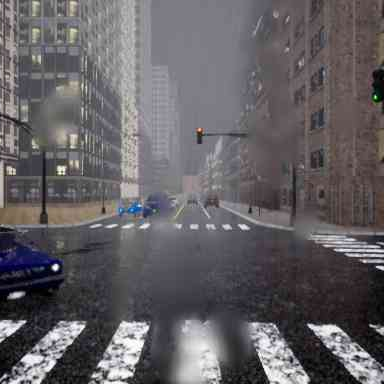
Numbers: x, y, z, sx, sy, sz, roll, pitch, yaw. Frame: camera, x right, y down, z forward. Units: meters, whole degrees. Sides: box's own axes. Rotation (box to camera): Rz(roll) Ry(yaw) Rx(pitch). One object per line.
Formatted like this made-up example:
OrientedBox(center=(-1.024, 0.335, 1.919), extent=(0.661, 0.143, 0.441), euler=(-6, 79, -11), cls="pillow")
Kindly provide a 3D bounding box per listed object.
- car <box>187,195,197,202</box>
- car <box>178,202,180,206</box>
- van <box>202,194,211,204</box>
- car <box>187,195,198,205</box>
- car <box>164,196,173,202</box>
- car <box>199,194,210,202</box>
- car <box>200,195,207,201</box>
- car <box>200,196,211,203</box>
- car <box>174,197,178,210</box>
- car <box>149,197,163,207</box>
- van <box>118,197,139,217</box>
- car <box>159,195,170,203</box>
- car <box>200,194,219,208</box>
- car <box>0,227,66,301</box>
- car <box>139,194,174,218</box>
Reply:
OrientedBox(center=(0.069, 1.398, 70.080), extent=(2.033, 1.411, 5.357), euler=(0, 0, 0), cls="car")
OrientedBox(center=(-3.034, 1.526, 50.931), extent=(1.812, 1.442, 4.674), euler=(0, 0, 0), cls="car")
OrientedBox(center=(2.750, 1.346, 63.883), extent=(1.690, 1.788, 3.998), euler=(0, 0, 0), cls="van")
OrientedBox(center=(0.061, 1.604, 60.104), extent=(1.895, 1.301, 4.718), euler=(0, 0, 0), cls="car")
OrientedBox(center=(-5.614, 1.565, 80.542), extent=(2.008, 1.369, 4.403), euler=(0, 0, 0), cls="car")
OrientedBox(center=(2.760, 1.326, 74.984), extent=(2.192, 1.841, 5.009), euler=(0, 0, 0), cls="car")
OrientedBox(center=(3.086, 1.547, 90.149), extent=(1.812, 1.442, 4.674), euler=(0, 0, 0), cls="car")
OrientedBox(center=(2.756, 1.558, 69.433), extent=(2.008, 1.369, 4.403), euler=(0, 0, 0), cls="car")
OrientedBox(center=(-3.059, 1.599, 40.596), extent=(1.895, 1.301, 4.718), euler=(0, 0, 0), cls="car")
OrientedBox(center=(-5.641, 1.527, 52.618), extent=(1.752, 1.417, 4.829), euler=(0, 0, 0), cls="car")
OrientedBox(center=(-5.661, 1.338, 30.584), extent=(1.690, 1.788, 3.998), euler=(0, 0, 0), cls="van")
OrientedBox(center=(-5.625, 1.448, 69.440), extent=(1.967, 1.590, 4.097), euler=(0, 0, 0), cls="car")
OrientedBox(center=(2.734, 1.315, 47.230), extent=(2.192, 1.841, 5.009), euler=(0, 0, 0), cls="car")
OrientedBox(center=(-4.712, 1.548, 7.708), extent=(1.895, 1.301, 4.718), euler=(1, 0, -43), cls="car")
OrientedBox(center=(-3.079, 1.218, 30.254), extent=(2.150, 2.045, 5.566), euler=(0, 0, 0), cls="car")
